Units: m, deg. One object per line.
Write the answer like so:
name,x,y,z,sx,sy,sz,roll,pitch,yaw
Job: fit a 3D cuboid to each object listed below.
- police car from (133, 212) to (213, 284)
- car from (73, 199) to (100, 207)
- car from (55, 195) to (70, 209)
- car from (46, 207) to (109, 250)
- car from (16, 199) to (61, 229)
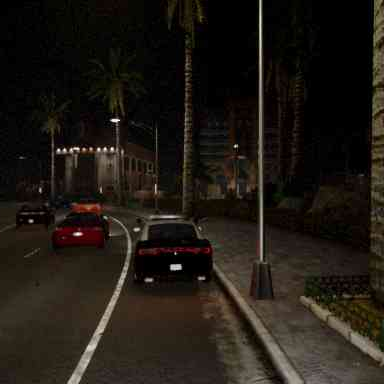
police car,-0.678,1.424,9.770,1.930,1.638,5.238,0,0,-7
car,-9.131,1.344,28.741,2.097,1.767,4.553,0,0,-22
car,-16.718,1.512,41.689,1.812,1.442,4.674,0,0,-39
car,-4.697,1.561,14.499,1.994,1.385,4.181,0,0,-11
car,-10.160,1.484,21.868,2.128,1.511,4.902,0,0,-17
